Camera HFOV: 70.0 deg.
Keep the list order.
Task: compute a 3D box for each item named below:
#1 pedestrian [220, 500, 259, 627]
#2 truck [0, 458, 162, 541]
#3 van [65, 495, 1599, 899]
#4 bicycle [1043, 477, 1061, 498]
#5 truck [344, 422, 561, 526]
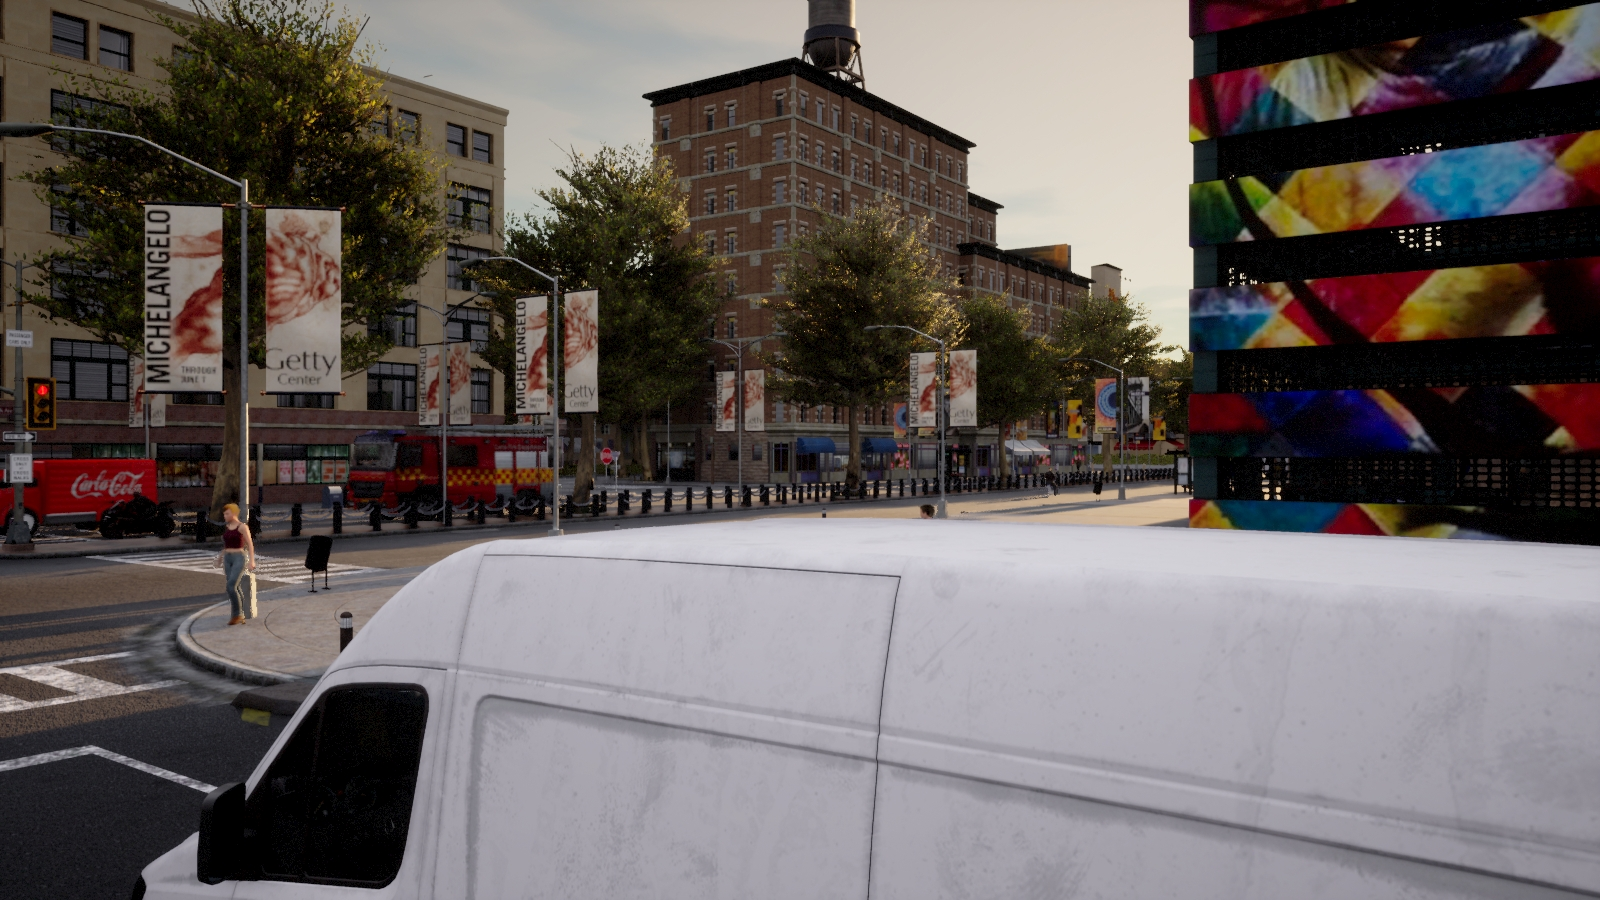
[{"bbox_3d":[-8.435,1.696,17.198,0.375,1.860,0.375,0,0,28],"label":"pedestrian"},{"bbox_3d":[-24.572,1.559,38.006,2.627,2.467,5.204,0,1,38],"label":"truck"},{"bbox_3d":[-0.118,1.534,3.913,5.915,2.561,1.988,0,0,36],"label":"van"},{"bbox_3d":[14.846,2.210,67.252,0.329,1.171,1.835,0,0,35],"label":"bicycle"},{"bbox_3d":[-13.965,0.890,46.671,2.891,3.827,8.468,0,0,36],"label":"truck"}]
